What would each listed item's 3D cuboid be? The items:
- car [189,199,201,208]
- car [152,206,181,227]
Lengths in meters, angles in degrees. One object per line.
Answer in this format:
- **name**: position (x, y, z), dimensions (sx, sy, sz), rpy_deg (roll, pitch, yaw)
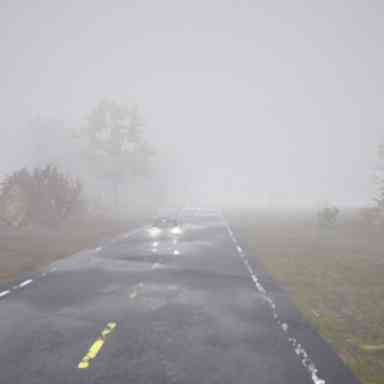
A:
- **car**: position (0.641, 2.228, 67.302), dimensions (2.097, 1.767, 4.553), rpy_deg (0, -1, 4)
- **car**: position (-1.885, 1.863, 26.164), dimensions (1.812, 1.442, 4.674), rpy_deg (0, -1, 3)
